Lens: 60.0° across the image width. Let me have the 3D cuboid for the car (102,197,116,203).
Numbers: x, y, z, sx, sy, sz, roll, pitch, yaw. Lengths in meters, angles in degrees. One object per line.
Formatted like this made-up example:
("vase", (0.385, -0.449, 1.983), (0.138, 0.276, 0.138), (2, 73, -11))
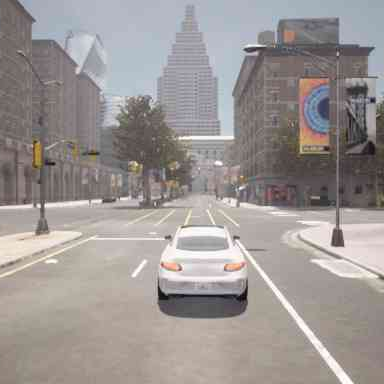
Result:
("car", (-16.791, 1.590, 67.295), (1.895, 1.301, 4.718), (0, 0, 1))

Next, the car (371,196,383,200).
("car", (35.922, 1.475, 67.540), (2.231, 1.521, 4.892), (0, 0, 1))

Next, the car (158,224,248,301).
("car", (0.254, 1.525, 8.242), (1.812, 1.442, 4.674), (0, 0, 2))
